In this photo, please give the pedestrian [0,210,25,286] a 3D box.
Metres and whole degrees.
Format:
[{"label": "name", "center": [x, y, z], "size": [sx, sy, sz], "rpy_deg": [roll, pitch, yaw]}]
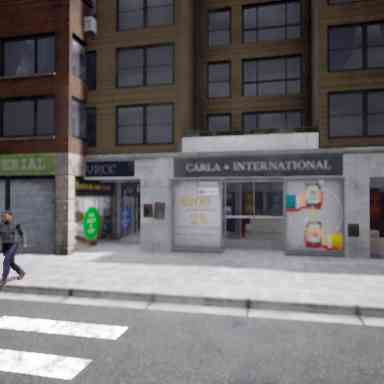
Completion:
[{"label": "pedestrian", "center": [-4.376, 1.269, 8.017], "size": [0.375, 1.860, 0.375], "rpy_deg": [0, 0, 13]}]
